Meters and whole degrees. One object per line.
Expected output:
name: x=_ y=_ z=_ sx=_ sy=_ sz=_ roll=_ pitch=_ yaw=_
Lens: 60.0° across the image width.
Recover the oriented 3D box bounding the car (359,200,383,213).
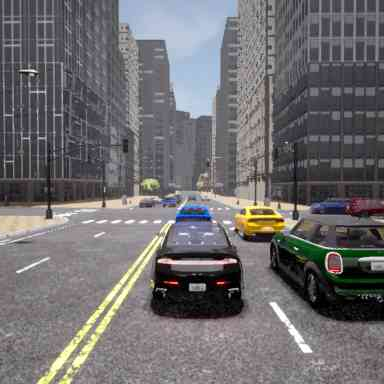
car: x=21.840 y=1.641 z=37.734 sx=4.829 sy=1.417 sz=1.752 roll=1 pitch=0 yaw=1

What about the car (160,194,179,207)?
car: x=-3.300 y=1.489 z=49.564 sx=1.812 sy=1.442 sz=4.674 roll=0 pitch=0 yaw=0

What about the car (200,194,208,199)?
car: x=3.324 y=1.334 z=90.700 sx=1.895 sy=1.301 sz=4.718 roll=0 pitch=0 yaw=0

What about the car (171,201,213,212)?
car: x=0.118 y=1.468 z=17.868 sx=1.882 sy=1.535 sz=5.008 roll=0 pitch=0 yaw=1

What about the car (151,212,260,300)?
car: x=0.105 y=1.487 z=8.364 sx=2.128 sy=1.511 sz=4.902 roll=0 pitch=0 yaw=0

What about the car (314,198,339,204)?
car: x=14.912 y=1.449 z=35.256 sx=4.553 sy=1.767 sz=2.097 roll=1 pitch=1 yaw=1

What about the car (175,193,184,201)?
car: x=-3.183 y=1.263 z=83.432 sx=2.097 sy=1.767 sz=4.553 roll=0 pitch=0 yaw=0

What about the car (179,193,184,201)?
car: x=-3.194 y=1.463 z=69.690 sx=1.812 sy=1.442 sz=4.674 roll=0 pitch=0 yaw=0

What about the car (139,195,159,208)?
car: x=-6.545 y=1.511 z=49.135 sx=2.033 sy=1.411 sz=5.357 roll=0 pitch=0 yaw=0

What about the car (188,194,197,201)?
car: x=0.066 y=1.270 z=80.641 sx=2.097 sy=1.767 sz=4.553 roll=0 pitch=0 yaw=0

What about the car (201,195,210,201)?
car: x=3.316 y=1.510 z=80.698 sx=1.895 sy=1.301 sz=4.718 roll=0 pitch=0 yaw=0

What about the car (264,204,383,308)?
car: x=3.356 y=1.348 z=8.076 sx=2.097 sy=1.767 sz=4.553 roll=0 pitch=0 yaw=0

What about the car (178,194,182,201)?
car: x=-3.274 y=1.515 z=59.540 sx=1.994 sy=1.385 sz=4.181 roll=0 pitch=0 yaw=1

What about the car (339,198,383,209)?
car: x=16.225 y=1.518 z=29.453 sx=5.009 sy=1.841 sz=2.192 roll=1 pitch=0 yaw=1

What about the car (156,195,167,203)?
car: x=-6.444 y=1.438 z=69.826 sx=1.837 sy=1.490 sz=4.892 roll=0 pitch=0 yaw=0

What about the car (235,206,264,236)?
car: x=3.363 y=1.468 z=17.256 sx=1.882 sy=1.535 sz=5.008 roll=0 pitch=0 yaw=0

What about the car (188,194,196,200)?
car: x=0.073 y=1.264 z=90.673 sx=2.128 sy=1.511 sz=4.902 roll=0 pitch=0 yaw=0
